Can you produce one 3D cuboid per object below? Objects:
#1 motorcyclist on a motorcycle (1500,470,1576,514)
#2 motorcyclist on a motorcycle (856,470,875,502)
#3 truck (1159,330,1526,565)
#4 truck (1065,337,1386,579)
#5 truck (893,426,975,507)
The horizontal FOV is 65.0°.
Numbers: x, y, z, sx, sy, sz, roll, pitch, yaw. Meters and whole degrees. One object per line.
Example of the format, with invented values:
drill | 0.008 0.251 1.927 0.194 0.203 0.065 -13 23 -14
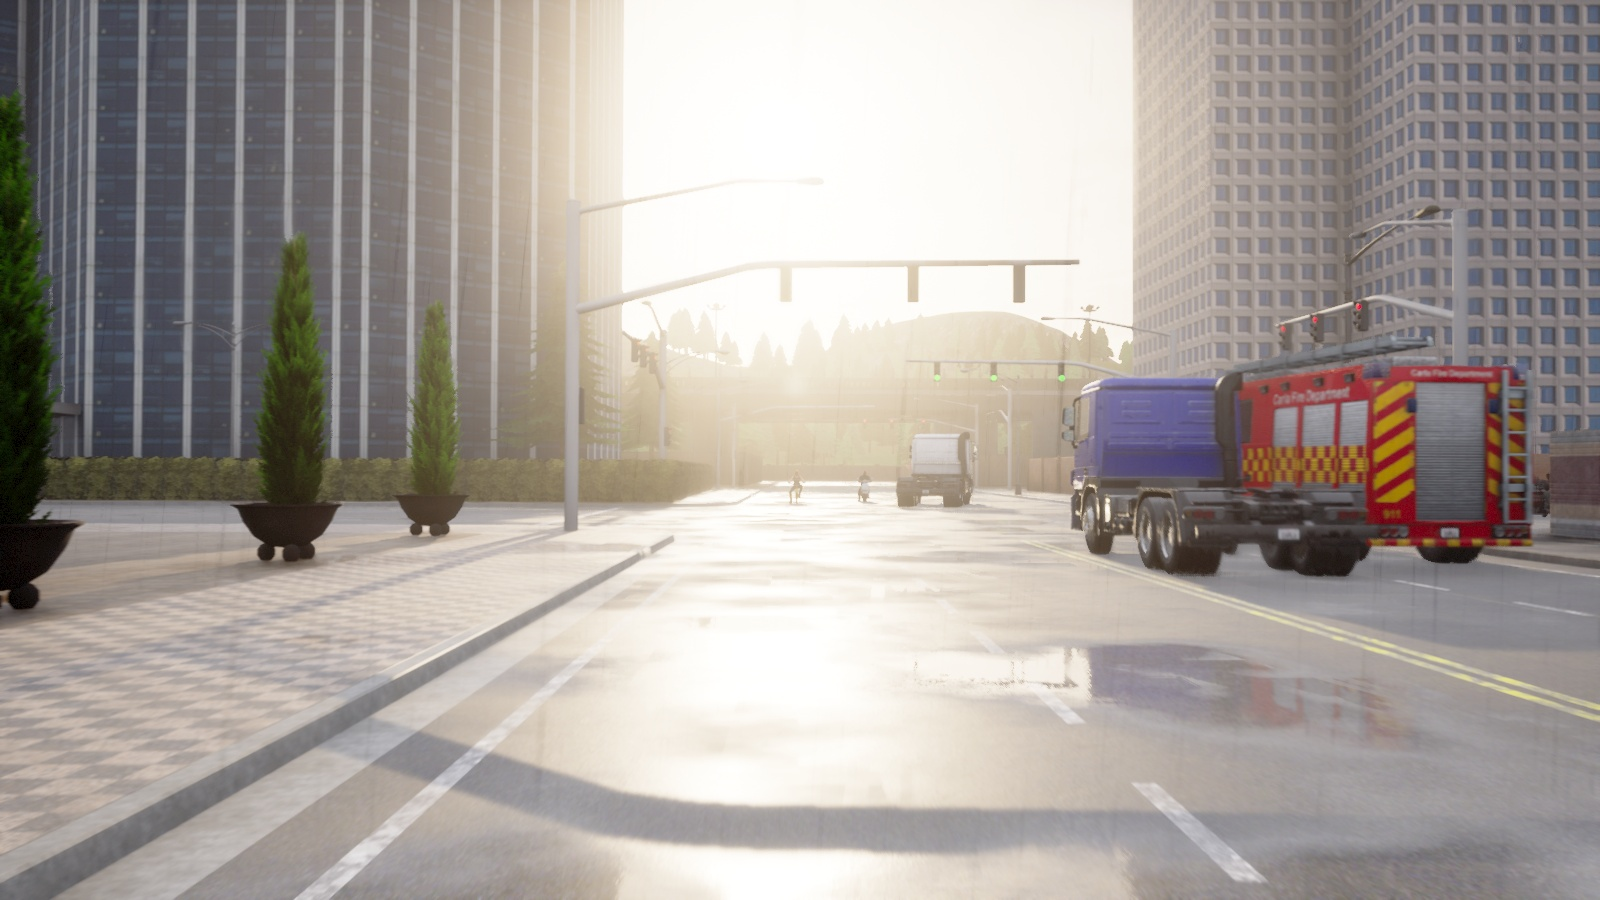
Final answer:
motorcyclist on a motorcycle | 26.380 1.496 44.895 2.191 1.530 0.866 0 -1 0
motorcyclist on a motorcycle | 3.343 1.837 64.634 0.866 1.590 1.817 0 -1 0
truck | 10.112 0.025 24.784 2.891 3.827 8.468 0 -1 -5
truck | 6.942 0.174 21.987 2.891 3.462 7.936 0 -1 0
truck | 6.330 0.785 58.386 2.891 3.462 7.936 0 -1 13
